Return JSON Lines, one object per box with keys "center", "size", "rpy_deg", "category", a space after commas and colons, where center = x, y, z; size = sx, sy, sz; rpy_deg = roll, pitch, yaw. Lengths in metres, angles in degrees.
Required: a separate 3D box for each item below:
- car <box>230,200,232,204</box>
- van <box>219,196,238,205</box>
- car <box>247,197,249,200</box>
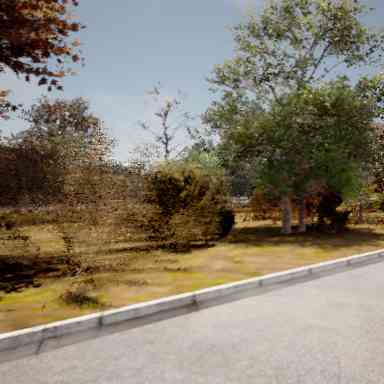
{"center": [5.512, 2.290, 59.152], "size": [2.097, 1.535, 5.008], "rpy_deg": [0, 0, -36], "category": "car"}
{"center": [8.524, 2.040, 77.393], "size": [1.878, 1.987, 4.442], "rpy_deg": [0, 0, -36], "category": "van"}
{"center": [9.978, 2.015, 62.449], "size": [2.435, 2.045, 5.566], "rpy_deg": [0, 0, -36], "category": "car"}
